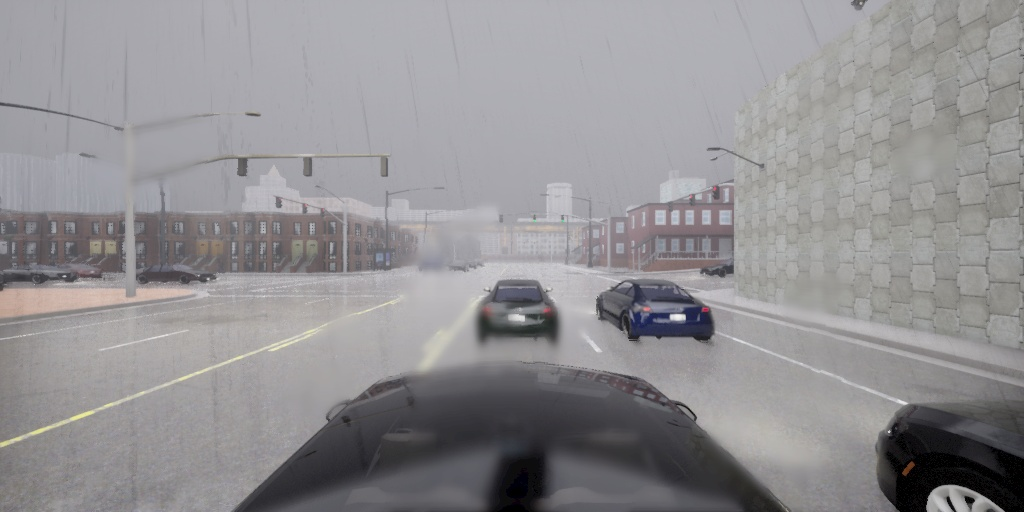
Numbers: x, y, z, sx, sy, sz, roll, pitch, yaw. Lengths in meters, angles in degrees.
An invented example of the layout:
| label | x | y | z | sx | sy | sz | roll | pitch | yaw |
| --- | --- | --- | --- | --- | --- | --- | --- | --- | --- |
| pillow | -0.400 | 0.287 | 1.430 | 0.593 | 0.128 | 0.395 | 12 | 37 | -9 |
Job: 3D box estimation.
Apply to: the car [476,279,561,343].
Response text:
| label | x | y | z | sx | sy | sz | roll | pitch | yaw |
| --- | --- | --- | --- | --- | --- | --- | --- | --- | --- |
| car | 0.166 | 1.313 | 9.735 | 1.994 | 1.385 | 4.181 | 0 | 0 | 1 |

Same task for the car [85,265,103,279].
| label | x | y | z | sx | sy | sz | roll | pitch | yaw |
| --- | --- | --- | --- | --- | --- | --- | --- | --- | --- |
| car | -37.211 | 1.312 | 30.078 | 4.181 | 1.385 | 1.994 | 0 | 0 | 1 |

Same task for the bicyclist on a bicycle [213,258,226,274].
| label | x | y | z | sx | sy | sz | roll | pitch | yaw |
| --- | --- | --- | --- | --- | --- | --- | --- | --- | --- |
| bicyclist on a bicycle | -30.412 | 1.051 | 37.309 | 0.582 | 1.620 | 1.656 | 0 | 0 | 0 |

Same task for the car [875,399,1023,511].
| label | x | y | z | sx | sy | sz | roll | pitch | yaw |
| --- | --- | --- | --- | --- | --- | --- | --- | --- | --- |
| car | 3.585 | 1.255 | 0.601 | 1.837 | 1.490 | 4.892 | 0 | 0 | 1 |

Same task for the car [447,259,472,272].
| label | x | y | z | sx | sy | sz | roll | pitch | yaw |
| --- | --- | --- | --- | --- | --- | --- | --- | --- | --- |
| car | -6.592 | 1.252 | 45.680 | 1.837 | 1.490 | 4.892 | 0 | 0 | 1 |

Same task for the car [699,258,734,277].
| label | x | y | z | sx | sy | sz | roll | pitch | yaw |
| --- | --- | --- | --- | --- | --- | --- | --- | --- | --- |
| car | 18.517 | 0.853 | 29.617 | 5.357 | 1.411 | 2.033 | -5 | 0 | 0 |

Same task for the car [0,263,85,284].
| label | x | y | z | sx | sy | sz | roll | pitch | yaw |
| --- | --- | --- | --- | --- | --- | --- | --- | --- | --- |
| car | -34.869 | 1.313 | 26.362 | 4.181 | 1.385 | 1.994 | 0 | 0 | 1 |

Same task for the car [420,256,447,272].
| label | x | y | z | sx | sy | sz | roll | pitch | yaw |
| --- | --- | --- | --- | --- | --- | --- | --- | --- | --- |
| car | -10.088 | 0.969 | 45.952 | 2.150 | 2.045 | 5.566 | 0 | 0 | 1 |

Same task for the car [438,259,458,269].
| label | x | y | z | sx | sy | sz | roll | pitch | yaw |
| --- | --- | --- | --- | --- | --- | --- | --- | --- | --- |
| car | -9.962 | 1.238 | 56.187 | 2.128 | 1.511 | 4.902 | 0 | 0 | 1 |

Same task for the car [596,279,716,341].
| label | x | y | z | sx | sy | sz | roll | pitch | yaw |
| --- | --- | --- | --- | --- | --- | --- | --- | --- | --- |
| car | 3.668 | 1.313 | 9.880 | 1.994 | 1.385 | 4.181 | 0 | 0 | 1 |

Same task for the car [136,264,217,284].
| label | x | y | z | sx | sy | sz | roll | pitch | yaw |
| --- | --- | --- | --- | --- | --- | --- | --- | --- | --- |
| car | -24.904 | 1.296 | 26.277 | 5.357 | 1.411 | 2.033 | 0 | 0 | 0 |

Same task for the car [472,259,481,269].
| label | x | y | z | sx | sy | sz | roll | pitch | yaw |
| --- | --- | --- | --- | --- | --- | --- | --- | --- | --- |
| car | -6.472 | 1.311 | 55.597 | 1.994 | 1.385 | 4.181 | 0 | 0 | 1 |
